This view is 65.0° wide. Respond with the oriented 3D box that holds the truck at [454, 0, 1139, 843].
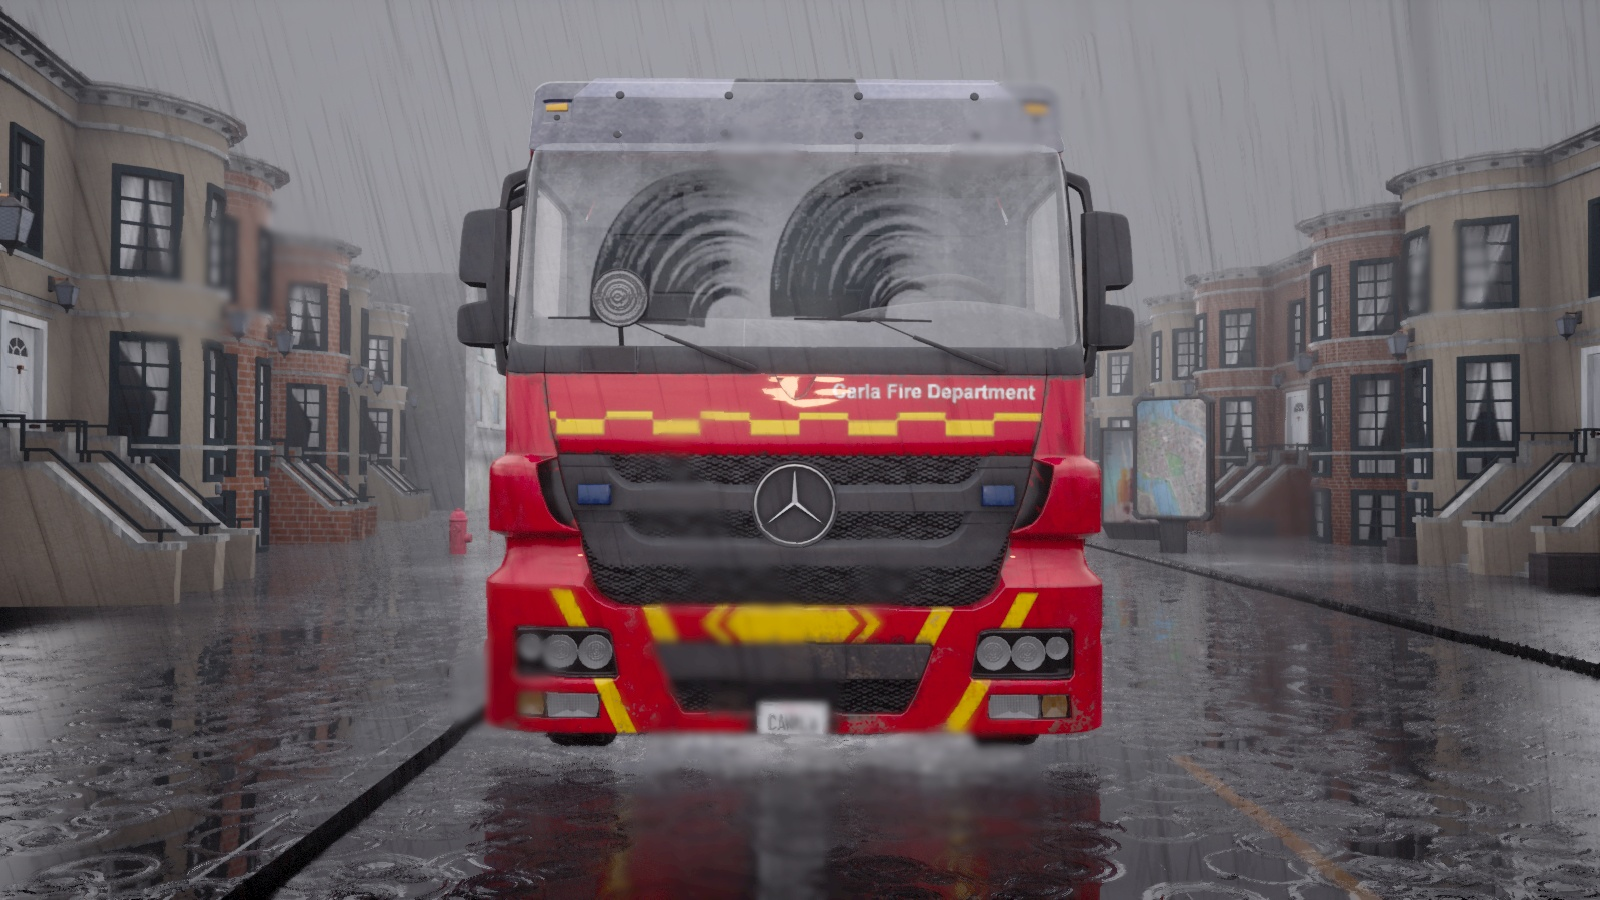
[{"bbox_3d":[-0.032,-0.190,9.565,2.891,3.827,8.468,0,-1,0],"label":"truck"}]
